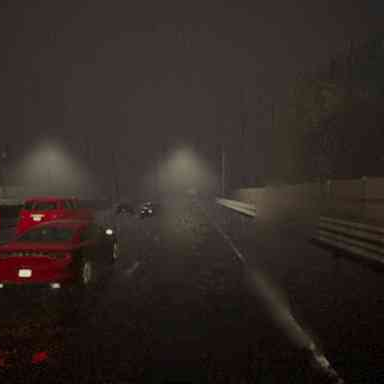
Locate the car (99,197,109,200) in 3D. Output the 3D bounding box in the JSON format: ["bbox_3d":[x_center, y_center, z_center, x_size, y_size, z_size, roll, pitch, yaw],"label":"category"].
[{"bbox_3d":[-17.521,1.794,65.879,1.837,1.490,4.892,0,0,0],"label":"car"}]

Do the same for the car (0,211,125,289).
[{"bbox_3d":[-3.409,1.513,9.275,1.882,1.535,5.008,0,0,0],"label":"car"}]

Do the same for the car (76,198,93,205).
[{"bbox_3d":[-21.019,1.846,65.383,1.994,1.385,4.181,0,0,0],"label":"car"}]

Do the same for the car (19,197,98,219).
[{"bbox_3d":[-6.904,1.293,17.517,2.150,2.045,5.566,0,0,0],"label":"car"}]

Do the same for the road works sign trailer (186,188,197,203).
[{"bbox_3d":[-0.029,0.850,81.791,2.380,3.560,2.880,0,0,0],"label":"road works sign trailer"}]

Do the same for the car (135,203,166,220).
[{"bbox_3d":[-3.408,1.670,29.728,2.033,1.411,5.357,0,0,0],"label":"car"}]

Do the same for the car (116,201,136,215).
[{"bbox_3d":[-6.910,1.677,35.947,1.812,1.442,4.674,0,0,0],"label":"car"}]

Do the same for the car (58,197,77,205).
[{"bbox_3d":[-24.519,1.772,65.761,1.882,1.535,5.008,0,0,0],"label":"car"}]
